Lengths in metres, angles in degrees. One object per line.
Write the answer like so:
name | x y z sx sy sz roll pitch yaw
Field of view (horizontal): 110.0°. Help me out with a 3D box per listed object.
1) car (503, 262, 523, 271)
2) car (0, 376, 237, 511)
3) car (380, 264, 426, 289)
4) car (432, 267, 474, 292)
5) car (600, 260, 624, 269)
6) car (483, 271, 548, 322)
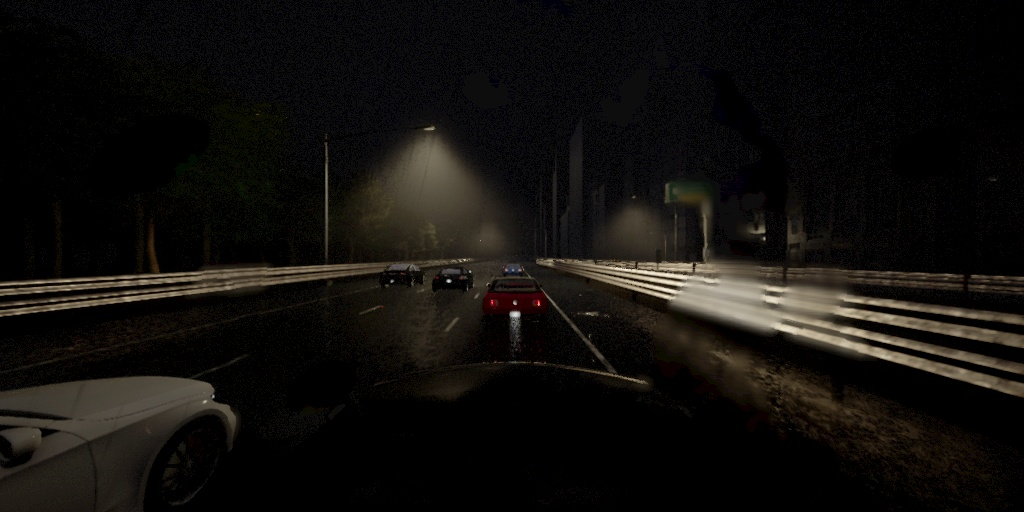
car | 0.100 1.304 34.586 2.033 1.411 5.357 0 0 0
car | -3.400 1.276 1.273 1.812 1.442 4.674 0 0 0
car | -6.903 1.244 23.093 2.128 1.511 4.902 0 0 0
car | -3.401 1.316 21.322 1.994 1.385 4.181 0 0 0
car | 16.704 1.378 60.123 1.882 1.535 5.008 0 0 -19
car | 0.097 1.352 12.327 1.895 1.301 4.718 0 0 0
